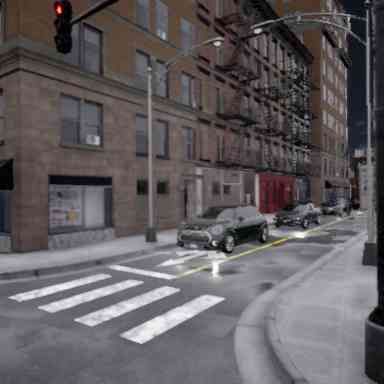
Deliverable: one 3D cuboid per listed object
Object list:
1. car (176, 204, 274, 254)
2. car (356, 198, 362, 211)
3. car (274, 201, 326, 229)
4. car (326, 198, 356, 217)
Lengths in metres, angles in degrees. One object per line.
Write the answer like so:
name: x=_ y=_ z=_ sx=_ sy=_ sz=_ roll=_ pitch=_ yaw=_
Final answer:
car: x=1.364 y=1.329 z=13.694 sx=2.097 sy=1.767 sz=4.553 roll=-1 pitch=0 yaw=37
car: x=18.454 y=1.374 z=37.359 sx=1.895 sy=1.301 sz=4.718 roll=-1 pitch=0 yaw=36
car: x=6.768 y=1.413 z=21.167 sx=1.837 sy=1.490 sz=4.892 roll=-1 pitch=0 yaw=36
car: x=12.585 y=1.331 z=29.257 sx=2.128 sy=1.511 sz=4.902 roll=-1 pitch=0 yaw=36
